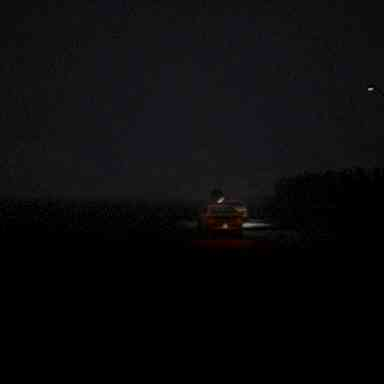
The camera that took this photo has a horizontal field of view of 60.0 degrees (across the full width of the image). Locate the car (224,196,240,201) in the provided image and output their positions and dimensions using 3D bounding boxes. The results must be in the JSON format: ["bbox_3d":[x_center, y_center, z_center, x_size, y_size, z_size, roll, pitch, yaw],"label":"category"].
[{"bbox_3d":[3.335,1.377,27.187,1.882,1.535,5.008,0,0,-1],"label":"car"}]

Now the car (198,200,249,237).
[{"bbox_3d":[1.482,1.409,17.814,1.882,1.535,5.008,0,0,-2],"label":"car"}]

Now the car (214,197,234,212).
[{"bbox_3d":[3.636,1.341,37.512,2.128,1.511,4.902,0,0,6],"label":"car"}]

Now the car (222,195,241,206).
[{"bbox_3d":[6.057,1.301,50.693,2.128,1.511,4.902,0,0,17],"label":"car"}]
